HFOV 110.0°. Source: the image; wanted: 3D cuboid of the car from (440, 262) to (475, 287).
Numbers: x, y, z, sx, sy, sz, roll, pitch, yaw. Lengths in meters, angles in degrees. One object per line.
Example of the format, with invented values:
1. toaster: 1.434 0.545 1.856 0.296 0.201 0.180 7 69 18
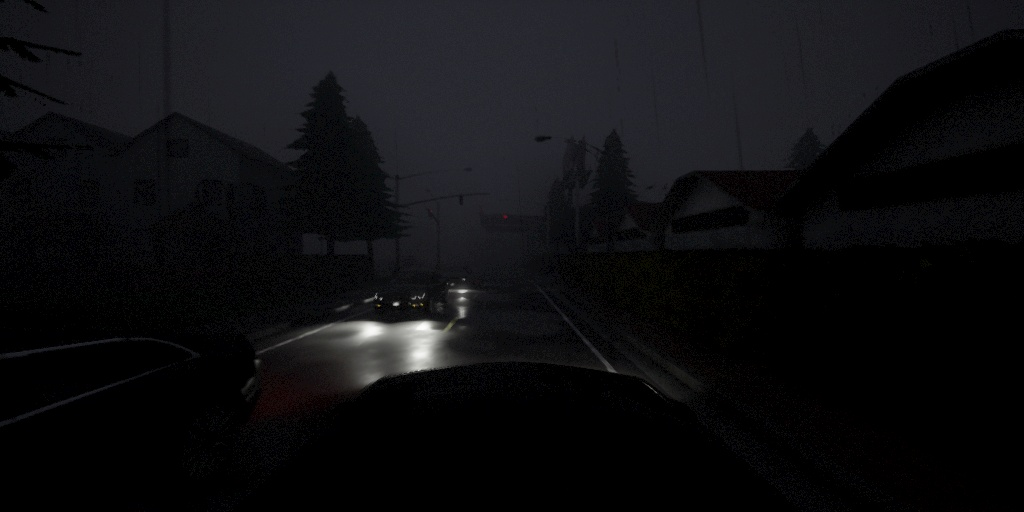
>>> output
1. car: -3.605 1.328 24.360 2.033 1.411 5.357 0 0 0

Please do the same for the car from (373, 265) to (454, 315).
1. car: -3.634 1.262 13.640 1.837 1.490 4.892 0 0 0

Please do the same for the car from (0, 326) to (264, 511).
1. car: -3.589 1.257 1.819 2.128 1.511 4.902 0 0 0
